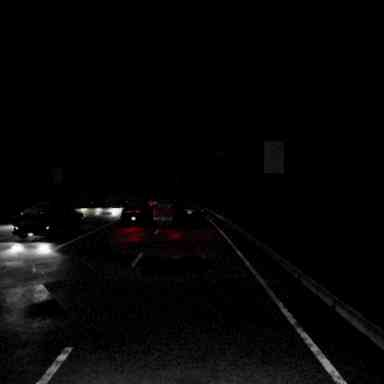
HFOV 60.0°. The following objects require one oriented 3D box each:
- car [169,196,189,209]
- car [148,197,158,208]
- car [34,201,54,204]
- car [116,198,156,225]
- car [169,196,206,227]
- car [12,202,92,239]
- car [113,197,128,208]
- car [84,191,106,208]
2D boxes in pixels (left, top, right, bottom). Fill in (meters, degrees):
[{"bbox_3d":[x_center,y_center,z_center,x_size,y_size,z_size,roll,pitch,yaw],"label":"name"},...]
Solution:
[{"bbox_3d":[-1.712,1.237,41.169,2.128,1.511,4.902,0,0,-7],"label":"car"},{"bbox_3d":[-5.320,1.337,41.940,1.895,1.301,4.718,0,0,-7],"label":"car"},{"bbox_3d":[-10.897,1.405,24.557,1.812,1.442,4.674,0,0,-2],"label":"car"},{"bbox_3d":[-3.782,1.394,23.317,1.837,1.490,4.892,0,0,-2],"label":"car"},{"bbox_3d":[-0.238,1.249,22.190,2.097,1.767,4.553,0,0,-2],"label":"car"},{"bbox_3d":[-7.148,1.477,17.303,2.033,1.411,5.357,0,0,-1],"label":"car"},{"bbox_3d":[-9.098,1.324,43.306,1.895,1.301,4.718,0,0,-7],"label":"car"},{"bbox_3d":[-12.638,0.945,43.459,2.150,2.045,5.566,0,0,-8],"label":"car"}]
